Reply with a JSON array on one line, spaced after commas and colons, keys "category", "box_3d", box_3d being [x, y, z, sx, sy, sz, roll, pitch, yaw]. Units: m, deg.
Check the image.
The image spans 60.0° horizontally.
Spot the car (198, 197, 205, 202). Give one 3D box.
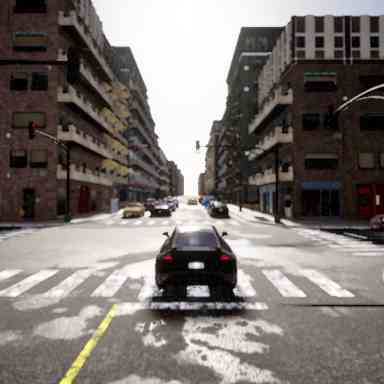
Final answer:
[{"category": "car", "box_3d": [2.691, 2.014, 95.133, 2.008, 1.369, 4.403, 1, 0, 0]}]

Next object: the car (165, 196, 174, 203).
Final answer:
[{"category": "car", "box_3d": [-5.686, 1.847, 83.847, 1.967, 1.590, 4.097, 1, 0, 0]}]

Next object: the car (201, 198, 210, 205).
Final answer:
[{"category": "car", "box_3d": [2.694, 1.904, 66.919, 1.802, 1.307, 4.206, 1, 0, 0]}]

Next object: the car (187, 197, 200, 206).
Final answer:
[{"category": "car", "box_3d": [0.092, 1.782, 63.326, 1.882, 1.535, 5.008, 0, 0, 0]}]

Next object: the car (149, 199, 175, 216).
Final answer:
[{"category": "car", "box_3d": [-3.103, 1.726, 34.054, 1.994, 1.385, 4.181, 0, 0, 0]}]

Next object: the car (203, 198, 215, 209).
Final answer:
[{"category": "car", "box_3d": [2.698, 1.735, 38.707, 2.008, 1.369, 4.403, 1, 0, 0]}]

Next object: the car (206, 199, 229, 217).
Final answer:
[{"category": "car", "box_3d": [2.699, 1.723, 33.065, 1.947, 1.339, 4.313, 1, 0, 0]}]

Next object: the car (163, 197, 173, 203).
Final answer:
[{"category": "car", "box_3d": [-5.687, 1.930, 78.204, 2.008, 1.369, 4.403, 1, 0, 0]}]

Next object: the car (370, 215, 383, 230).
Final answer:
[{"category": "car", "box_3d": [13.639, 1.699, 21.251, 4.097, 1.590, 1.967, 0, -2, 1]}]

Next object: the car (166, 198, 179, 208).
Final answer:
[{"category": "car", "box_3d": [-3.076, 1.732, 53.147, 1.882, 1.535, 5.008, 0, 0, 0]}]

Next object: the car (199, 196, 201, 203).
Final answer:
[{"category": "car", "box_3d": [2.696, 1.820, 61.447, 1.752, 1.417, 4.829, 1, 0, 0]}]

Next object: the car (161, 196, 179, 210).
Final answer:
[{"category": "car", "box_3d": [-3.101, 1.682, 42.771, 1.882, 1.535, 5.008, 0, 0, 0]}]

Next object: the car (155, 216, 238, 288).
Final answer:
[{"category": "car", "box_3d": [0.097, 1.609, 9.388, 1.994, 1.385, 4.181, 0, 0, 0]}]

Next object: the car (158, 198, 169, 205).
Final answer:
[{"category": "car", "box_3d": [-5.685, 1.867, 66.919, 1.887, 1.381, 4.507, 1, 0, 0]}]

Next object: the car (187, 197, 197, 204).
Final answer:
[{"category": "car", "box_3d": [-0.009, 1.881, 73.599, 2.128, 1.511, 4.902, 0, 0, 0]}]

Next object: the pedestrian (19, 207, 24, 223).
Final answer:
[{"category": "pedestrian", "box_3d": [-12.542, 1.704, 24.498, 0.500, 1.100, 0.500, 0, -2, 1]}]

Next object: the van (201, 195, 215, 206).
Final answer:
[{"category": "van", "box_3d": [2.700, 1.580, 49.993, 1.690, 1.788, 3.998, 1, 0, 0]}]

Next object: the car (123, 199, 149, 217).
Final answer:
[{"category": "car", "box_3d": [-5.680, 1.683, 32.894, 1.752, 1.417, 4.829, 1, 0, 0]}]
